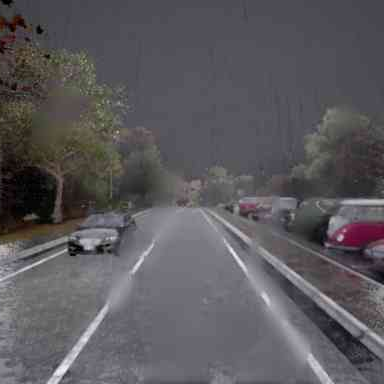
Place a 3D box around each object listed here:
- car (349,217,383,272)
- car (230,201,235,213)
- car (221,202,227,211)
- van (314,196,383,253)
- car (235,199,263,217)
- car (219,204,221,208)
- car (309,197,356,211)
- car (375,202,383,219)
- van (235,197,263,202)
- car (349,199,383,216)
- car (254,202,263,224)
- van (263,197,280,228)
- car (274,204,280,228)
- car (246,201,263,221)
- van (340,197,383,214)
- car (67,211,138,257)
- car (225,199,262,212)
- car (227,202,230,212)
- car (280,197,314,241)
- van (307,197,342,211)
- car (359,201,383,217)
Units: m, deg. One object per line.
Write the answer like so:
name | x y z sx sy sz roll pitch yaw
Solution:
car | 7.006 1.523 8.724 4.674 1.452 2.002 0 0 0
car | 6.885 1.820 36.463 4.674 1.452 2.002 0 -1 0
car | 6.830 1.610 42.019 5.566 2.045 2.435 0 -1 0
van | 6.874 1.253 11.499 4.442 1.987 1.878 0 0 0
car | 6.912 1.700 30.912 5.008 1.535 2.097 0 -1 0
car | 6.840 1.951 47.563 5.008 1.535 2.097 0 -1 0
car | 19.942 1.692 47.402 5.566 2.045 2.435 0 -1 0
car | 19.982 1.694 30.782 5.008 1.535 2.097 0 -1 0
van | 7.011 1.514 33.692 4.442 1.987 1.878 0 -1 0
car | 19.931 1.649 36.325 4.553 1.767 2.185 0 -1 0
car | 6.945 1.619 22.584 4.674 1.452 2.002 0 -1 0
van | 6.838 1.313 19.811 4.442 1.987 1.878 0 -1 0
car | 6.996 1.528 17.026 4.792 1.488 2.163 0 0 0
car | 6.901 1.649 25.361 4.792 1.488 2.163 0 -1 0
van | 20.067 1.589 39.096 4.442 1.987 1.878 0 -1 0
car | -3.325 1.535 13.175 2.128 1.511 4.902 0 0 0
car | 6.877 1.778 44.789 4.553 1.767 2.185 0 -1 0
car | 6.900 1.850 39.239 4.792 1.488 2.163 0 -1 0
car | 7.007 1.223 14.276 5.566 2.045 2.435 0 0 0
van | 20.020 1.776 50.294 4.442 1.987 1.878 0 -1 0
car | 19.969 1.736 33.678 5.008 1.535 2.097 0 -1 0
